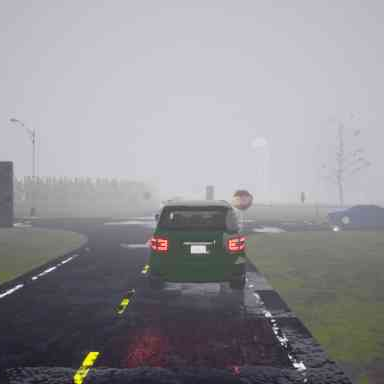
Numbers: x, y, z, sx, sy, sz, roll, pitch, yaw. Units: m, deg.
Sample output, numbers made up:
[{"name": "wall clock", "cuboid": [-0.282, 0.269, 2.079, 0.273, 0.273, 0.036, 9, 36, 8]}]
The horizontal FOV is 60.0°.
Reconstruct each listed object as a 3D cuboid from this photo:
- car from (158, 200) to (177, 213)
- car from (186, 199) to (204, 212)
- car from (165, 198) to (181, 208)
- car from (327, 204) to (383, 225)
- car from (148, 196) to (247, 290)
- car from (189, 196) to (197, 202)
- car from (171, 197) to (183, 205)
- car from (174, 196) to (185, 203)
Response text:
[{"name": "car", "cuboid": [-2.702, 1.621, 37.895, 1.895, 1.301, 4.718, 0, 0, -1]}, {"name": "car", "cuboid": [0.323, 1.571, 41.375, 2.033, 1.411, 5.357, 0, 0, -2]}, {"name": "car", "cuboid": [-2.710, 1.598, 48.680, 1.994, 1.385, 4.181, 0, 0, 1]}, {"name": "car", "cuboid": [12.930, 1.671, 25.380, 5.008, 1.535, 1.882, 1, 1, 0]}, {"name": "car", "cuboid": [0.108, 1.222, 9.220, 2.150, 2.045, 5.566, 0, 0, 0]}, {"name": "car", "cuboid": [0.179, 1.609, 76.867, 1.812, 1.442, 4.674, 0, 0, 0]}, {"name": "car", "cuboid": [-2.665, 1.575, 59.115, 1.812, 1.442, 4.674, 0, 0, 1]}, {"name": "car", "cuboid": [-2.587, 1.604, 69.786, 2.033, 1.411, 5.357, 0, 0, 0]}]
